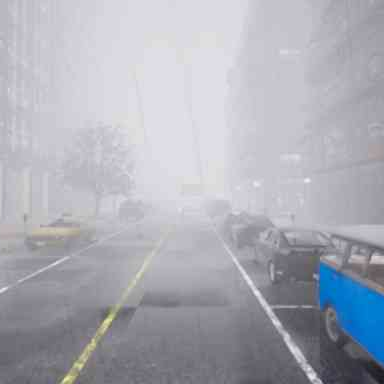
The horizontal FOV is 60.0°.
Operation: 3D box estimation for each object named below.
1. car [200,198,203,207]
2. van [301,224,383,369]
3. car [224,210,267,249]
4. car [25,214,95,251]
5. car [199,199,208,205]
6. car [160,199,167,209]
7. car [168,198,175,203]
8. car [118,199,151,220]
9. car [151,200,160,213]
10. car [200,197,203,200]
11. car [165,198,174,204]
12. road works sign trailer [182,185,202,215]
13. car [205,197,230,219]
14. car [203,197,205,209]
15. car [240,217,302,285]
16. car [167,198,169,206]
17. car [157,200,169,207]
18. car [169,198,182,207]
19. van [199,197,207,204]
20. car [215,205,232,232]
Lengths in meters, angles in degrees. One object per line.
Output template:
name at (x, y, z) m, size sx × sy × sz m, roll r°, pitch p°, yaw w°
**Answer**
car at (2.685, 2.065, 54.962) m, size 1.752 × 1.417 × 4.829 m, roll 1°, pitch -1°, yaw 0°
van at (2.830, 1.383, 3.884) m, size 1.690 × 1.788 × 3.998 m, roll 1°, pitch -1°, yaw 0°
car at (2.762, 1.723, 15.198) m, size 1.947 × 1.339 × 4.313 m, roll 1°, pitch -1°, yaw 0°
car at (-5.752, 1.682, 15.058) m, size 1.752 × 1.417 × 4.829 m, roll 1°, pitch -1°, yaw 0°
car at (2.679, 2.306, 77.417) m, size 1.947 × 1.339 × 4.313 m, roll 1°, pitch -1°, yaw 0°
car at (-5.696, 2.120, 54.822) m, size 1.802 × 1.307 × 4.206 m, roll 1°, pitch -1°, yaw 0°
car at (-5.706, 2.471, 94.420) m, size 1.802 × 1.307 × 4.206 m, roll 1°, pitch 0°, yaw 0°
car at (-5.687, 1.639, 32.198) m, size 2.192 × 1.841 × 5.009 m, roll 1°, pitch -1°, yaw 0°
car at (-5.692, 1.977, 43.510) m, size 1.887 × 1.381 × 4.507 m, roll 1°, pitch -1°, yaw 0°
car at (2.684, 2.156, 60.447) m, size 1.947 × 1.339 × 4.313 m, roll 1°, pitch -1°, yaw 0°
car at (-5.701, 2.231, 83.108) m, size 1.967 × 1.590 × 4.097 m, roll 1°, pitch -1°, yaw 0°
road works sign trailer at (-0.011, 0.857, 39.396) m, size 2.380 × 3.560 × 2.880 m, roll 0°, pitch -1°, yaw 0°
car at (2.694, 1.638, 32.167) m, size 2.192 × 1.841 × 5.009 m, roll 1°, pitch -1°, yaw 0°
car at (2.692, 1.693, 37.824) m, size 2.192 × 1.841 × 5.009 m, roll 1°, pitch -1°, yaw 0°
car at (2.808, 1.651, 9.542) m, size 2.008 × 1.369 × 4.403 m, roll 1°, pitch -1°, yaw 0°
car at (-5.697, 2.135, 60.479) m, size 1.887 × 1.381 × 4.507 m, roll 1°, pitch -1°, yaw 0°
car at (-5.699, 2.207, 66.136) m, size 1.947 × 1.339 × 4.313 m, roll 1°, pitch -1°, yaw 0°
car at (-3.037, 2.227, 64.597) m, size 1.895 × 1.301 × 4.718 m, roll 0°, pitch -1°, yaw 1°
van at (2.681, 2.132, 83.076) m, size 1.690 × 1.788 × 3.998 m, roll 1°, pitch -1°, yaw 0°
car at (2.717, 1.758, 20.854) m, size 1.887 × 1.381 × 4.507 m, roll 1°, pitch -1°, yaw 0°
